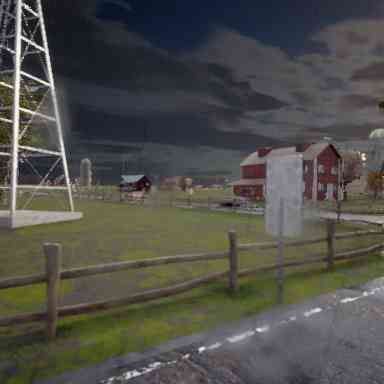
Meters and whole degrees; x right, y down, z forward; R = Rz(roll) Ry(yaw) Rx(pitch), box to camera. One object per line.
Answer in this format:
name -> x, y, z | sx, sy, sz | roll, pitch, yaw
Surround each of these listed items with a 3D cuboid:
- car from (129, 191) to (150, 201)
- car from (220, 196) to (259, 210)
car -> -8.937, 0.717, 56.264 | 2.097, 1.767, 4.553 | 1, 0, -35
car -> 5.115, 1.173, 36.324 | 2.128, 1.511, 4.902 | 1, 0, -35
